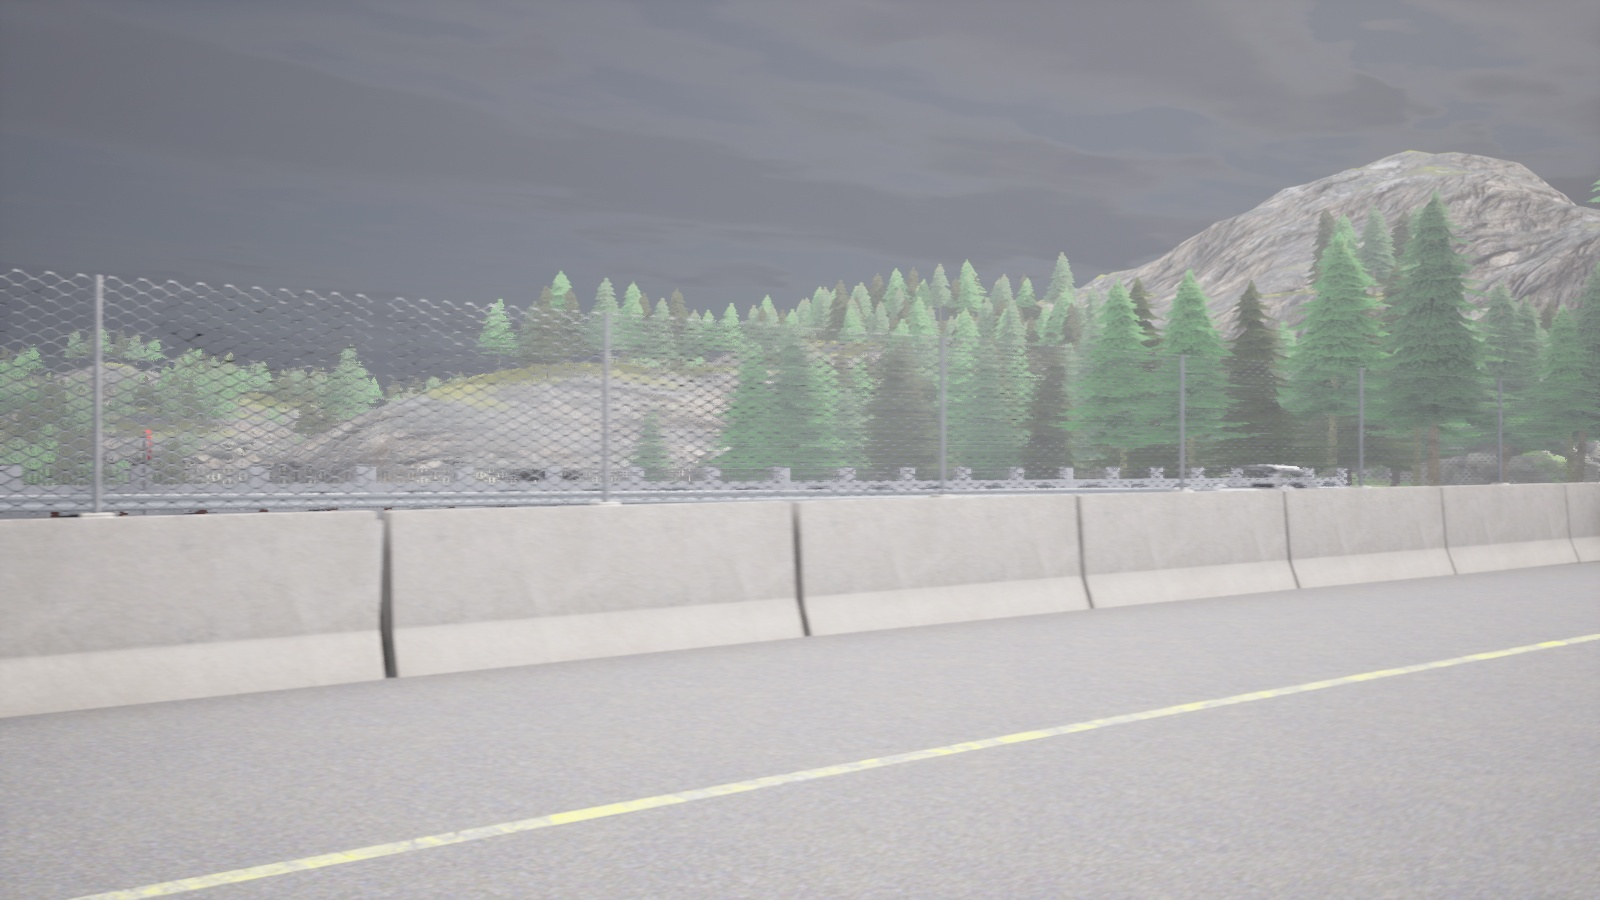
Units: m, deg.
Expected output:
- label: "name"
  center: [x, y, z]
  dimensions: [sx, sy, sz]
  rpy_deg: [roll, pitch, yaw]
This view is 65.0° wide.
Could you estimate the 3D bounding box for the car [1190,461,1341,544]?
- label: "car"
  center: [8.221, 0.895, 22.173]
  dimensions: [2.207, 1.376, 1.481]
  rpy_deg: [1, -1, -35]
